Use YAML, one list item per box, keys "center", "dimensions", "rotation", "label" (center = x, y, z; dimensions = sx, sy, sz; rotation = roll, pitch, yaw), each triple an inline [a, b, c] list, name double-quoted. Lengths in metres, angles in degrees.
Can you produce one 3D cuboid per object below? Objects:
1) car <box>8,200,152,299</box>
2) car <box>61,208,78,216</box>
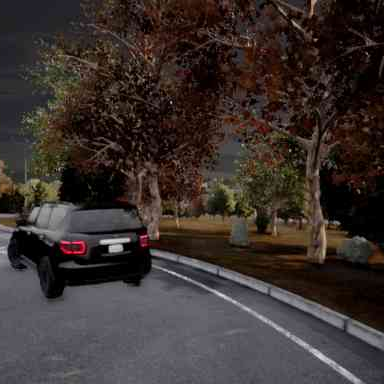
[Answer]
- center: [-3.184, 1.225, 8.838]
  dimensions: [2.150, 2.045, 5.566]
  rotation: [0, 0, -38]
  label: "car"
- center: [-25.028, 4.107, 68.169]
  dimensions: [2.128, 1.511, 4.902]
  rotation: [0, -5, -7]
  label: "car"
